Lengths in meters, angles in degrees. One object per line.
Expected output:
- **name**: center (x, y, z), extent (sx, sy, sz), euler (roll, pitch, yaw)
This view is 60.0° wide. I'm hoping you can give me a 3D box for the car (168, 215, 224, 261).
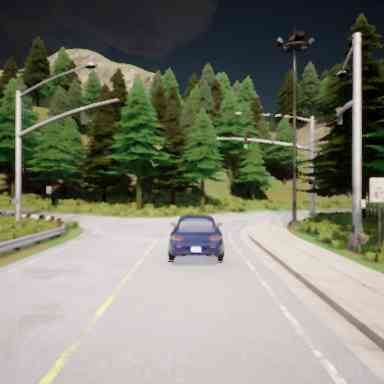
- **car**: center (0.159, 1.550, 12.212), extent (1.812, 1.442, 4.674), euler (0, 0, 1)
